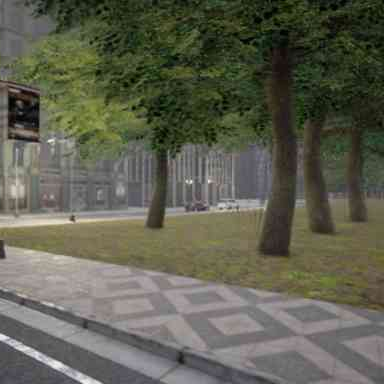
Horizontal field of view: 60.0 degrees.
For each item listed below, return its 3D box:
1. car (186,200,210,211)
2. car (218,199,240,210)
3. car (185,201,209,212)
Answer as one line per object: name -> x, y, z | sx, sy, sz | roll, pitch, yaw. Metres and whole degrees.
car -> 1.080, 2.388, 58.673 | 2.097, 1.767, 4.553 | 0, -1, 34
car -> 6.823, 2.315, 61.817 | 2.150, 2.045, 5.566 | 0, -1, 34
car -> 0.822, 2.475, 52.885 | 1.837, 1.490, 4.892 | 0, -1, 36
